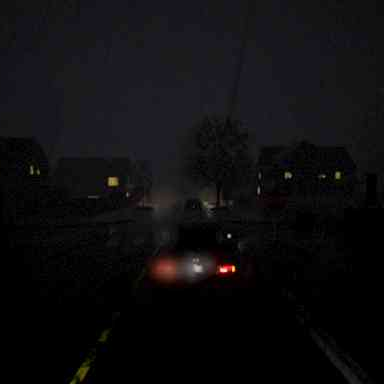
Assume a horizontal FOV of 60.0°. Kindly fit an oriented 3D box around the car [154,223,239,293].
[{"bbox_3d":[0.138,1.536,8.943,2.033,1.411,5.357,0,0,1],"label":"car"}]

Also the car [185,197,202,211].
[{"bbox_3d":[0.175,1.485,40.466,2.128,1.511,4.902,0,0,0],"label":"car"}]

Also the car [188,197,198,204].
[{"bbox_3d":[0.151,1.640,64.410,1.895,1.301,4.718,0,0,1],"label":"car"}]
